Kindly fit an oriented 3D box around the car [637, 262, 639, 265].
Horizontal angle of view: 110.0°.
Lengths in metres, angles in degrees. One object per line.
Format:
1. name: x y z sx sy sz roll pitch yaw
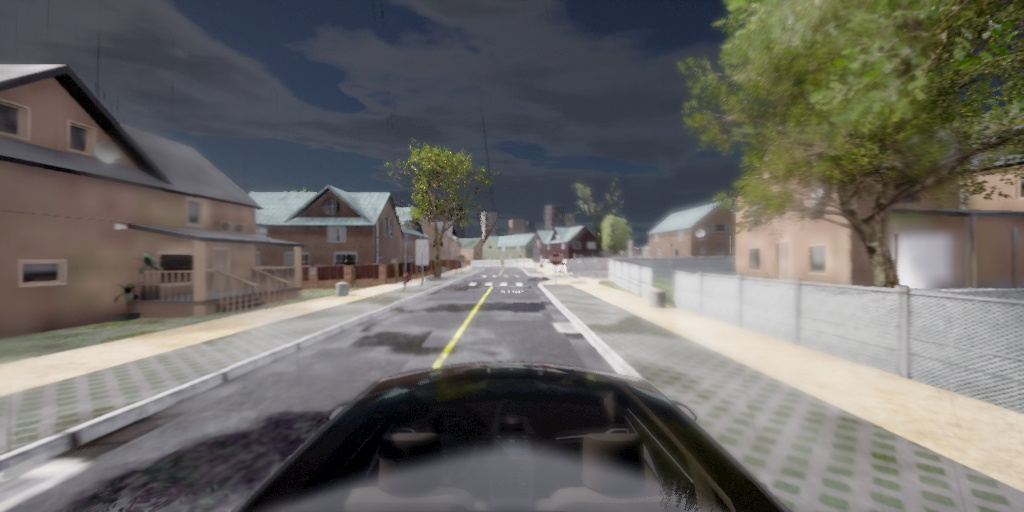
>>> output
1. car: 11.688 1.194 31.743 4.718 1.301 1.895 -1 0 -2
